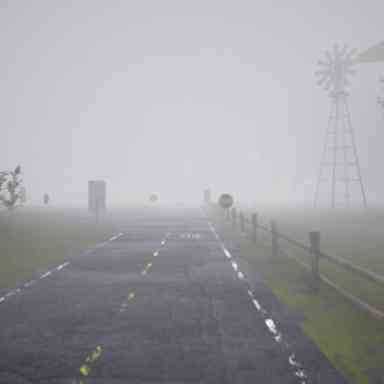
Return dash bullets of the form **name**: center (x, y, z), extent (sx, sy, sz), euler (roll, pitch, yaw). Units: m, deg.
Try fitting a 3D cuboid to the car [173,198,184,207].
- **car**: center (-2.773, 2.073, 68.088), extent (2.097, 1.767, 4.553), euler (0, -1, 0)
